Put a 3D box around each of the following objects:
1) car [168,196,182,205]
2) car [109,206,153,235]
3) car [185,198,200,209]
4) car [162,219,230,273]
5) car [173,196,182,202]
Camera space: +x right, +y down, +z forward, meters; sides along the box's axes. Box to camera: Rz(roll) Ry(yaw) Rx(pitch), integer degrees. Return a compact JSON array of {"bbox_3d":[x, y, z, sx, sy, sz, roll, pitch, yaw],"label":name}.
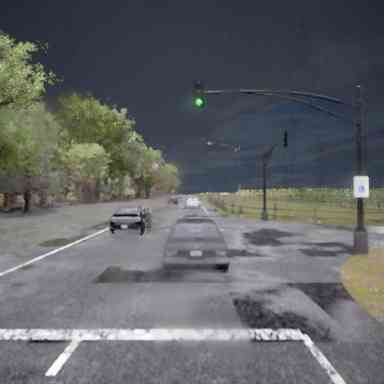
[{"bbox_3d":[-3.395,1.612,61.037,1.837,1.490,4.892,0,-1,0],"label":"car"},{"bbox_3d":[-3.399,1.531,19.193,2.128,1.511,4.902,0,0,0],"label":"car"},{"bbox_3d":[0.104,1.614,48.242,1.812,1.442,4.674,0,0,0],"label":"car"},{"bbox_3d":[0.100,1.570,10.714,2.033,1.411,5.357,0,0,0],"label":"car"},{"bbox_3d":[-3.493,1.683,82.254,2.033,1.411,5.357,0,0,0],"label":"car"}]
